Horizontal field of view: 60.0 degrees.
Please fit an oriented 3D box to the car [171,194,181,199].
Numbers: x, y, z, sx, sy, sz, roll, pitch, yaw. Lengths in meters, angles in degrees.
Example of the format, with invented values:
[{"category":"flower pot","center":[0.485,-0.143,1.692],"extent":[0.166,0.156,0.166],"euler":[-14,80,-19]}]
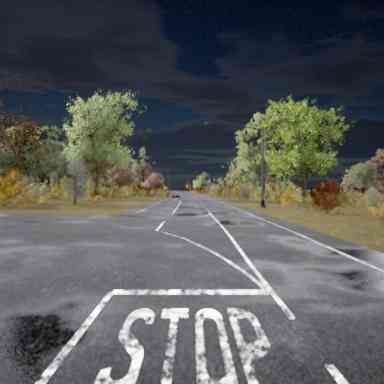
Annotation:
[{"category":"car","center":[-3.689,0.993,75.805],"extent":[1.895,1.301,4.718],"euler":[0,0,3]}]
